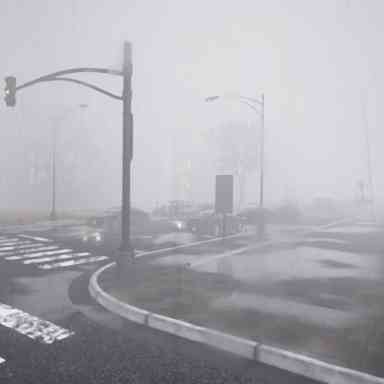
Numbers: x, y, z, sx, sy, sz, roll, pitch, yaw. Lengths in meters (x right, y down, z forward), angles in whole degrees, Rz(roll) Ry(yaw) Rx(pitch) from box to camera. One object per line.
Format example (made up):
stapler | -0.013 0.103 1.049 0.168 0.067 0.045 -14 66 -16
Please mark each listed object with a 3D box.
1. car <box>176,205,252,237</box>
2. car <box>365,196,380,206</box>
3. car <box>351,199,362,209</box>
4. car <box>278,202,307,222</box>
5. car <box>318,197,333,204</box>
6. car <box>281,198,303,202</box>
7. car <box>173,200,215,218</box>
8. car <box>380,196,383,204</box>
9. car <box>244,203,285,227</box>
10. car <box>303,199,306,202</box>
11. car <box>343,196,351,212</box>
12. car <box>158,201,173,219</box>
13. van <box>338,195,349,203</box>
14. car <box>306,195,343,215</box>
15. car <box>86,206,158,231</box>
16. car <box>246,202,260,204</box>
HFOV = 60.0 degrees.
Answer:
car | 1.413 1.695 19.100 2.008 1.369 4.403 1 0 36
car | 34.857 1.939 64.850 1.752 1.417 4.829 1 0 36
car | 24.899 1.772 51.292 1.967 1.590 4.097 1 0 36
car | 7.902 1.777 27.936 1.802 1.307 4.206 1 0 36
car | 28.002 1.847 69.672 1.947 1.339 4.313 1 0 36
car | 12.867 1.707 44.597 1.812 1.442 4.674 1 0 37
car | 1.040 1.633 28.583 2.033 1.411 5.357 1 0 36
car | 41.332 1.783 73.660 2.192 1.841 5.009 1 0 36
car | 4.658 1.736 23.518 1.947 1.339 4.313 1 0 36
car | 18.043 1.724 56.114 1.752 1.417 4.829 1 0 36
car | 18.369 1.719 42.315 1.967 1.590 4.097 1 0 36
car | -1.675 1.479 29.485 1.967 1.590 4.097 1 0 36
van | 37.862 1.704 83.094 1.690 1.788 3.998 1 0 36
car | 15.111 1.568 37.822 2.192 1.841 5.009 1 0 36
car | -4.509 1.605 21.032 1.994 1.385 4.181 1 0 36
car | 6.702 1.732 36.284 1.895 1.301 4.718 1 0 36
